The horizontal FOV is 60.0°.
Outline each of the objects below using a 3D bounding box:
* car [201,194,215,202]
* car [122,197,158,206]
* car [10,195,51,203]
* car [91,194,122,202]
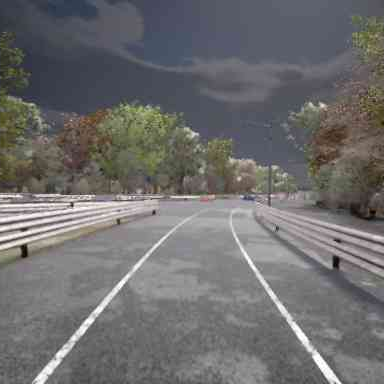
[{"bbox_3d":[3.790,1.372,78.317,2.097,1.767,4.553,2,0,25],"label":"car"},{"bbox_3d":[-5.912,1.306,40.422,1.882,1.535,5.008,2,0,25],"label":"car"},{"bbox_3d":[-16.453,1.059,34.234,1.994,1.385,4.181,2,0,25],"label":"car"},{"bbox_3d":[-9.951,1.050,39.998,2.097,1.767,4.553,2,0,25],"label":"car"}]
